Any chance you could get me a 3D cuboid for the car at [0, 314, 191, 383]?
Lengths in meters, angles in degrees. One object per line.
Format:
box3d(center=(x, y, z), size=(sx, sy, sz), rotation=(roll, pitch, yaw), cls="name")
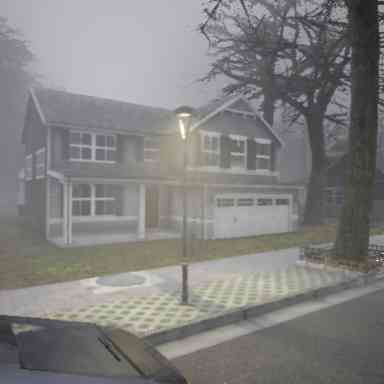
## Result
box3d(center=(-1.936, 1.550, 1.737), size=(4.181, 1.385, 1.994), rotation=(0, 0, -34), cls="car")
